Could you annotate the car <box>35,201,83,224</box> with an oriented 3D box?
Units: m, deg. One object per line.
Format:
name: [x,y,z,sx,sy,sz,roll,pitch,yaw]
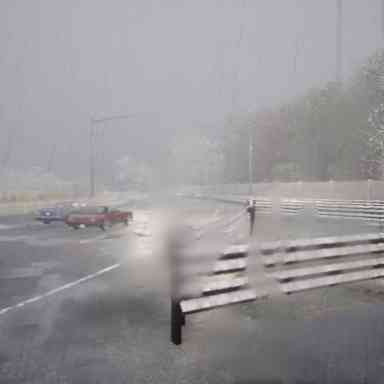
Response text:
car: [-8.032,1.334,22.105,2.033,1.411,5.357,0,0,11]

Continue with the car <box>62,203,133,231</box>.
car: [-5.077,1.423,19.135,1.895,1.301,4.718,0,0,13]
